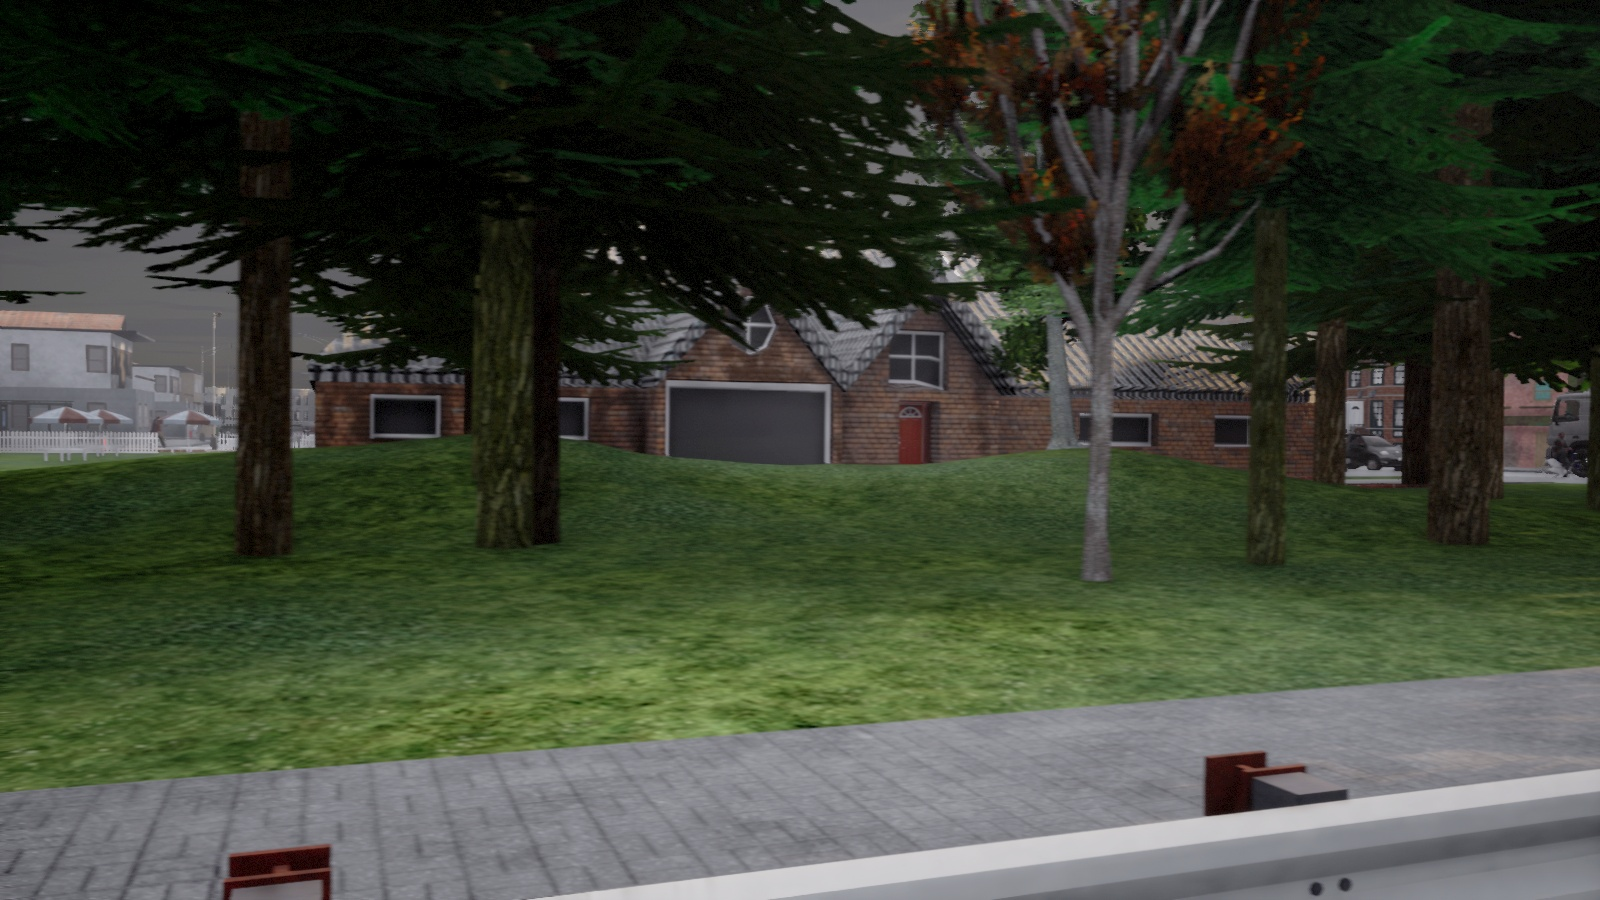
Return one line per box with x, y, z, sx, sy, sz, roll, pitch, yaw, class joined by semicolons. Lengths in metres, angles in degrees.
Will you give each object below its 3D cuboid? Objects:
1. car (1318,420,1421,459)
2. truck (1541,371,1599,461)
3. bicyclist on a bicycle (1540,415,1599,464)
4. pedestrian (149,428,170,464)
25.063;-0.476;55.388;1.851;1.617;3.988;-1;1;-20;car
32.425;-1.300;47.058;2.891;3.462;7.936;-1;1;-20;truck
28.424;-0.393;46.384;0.659;1.776;1.843;-1;1;-20;bicyclist on a bicycle
-33.636;-0.206;65.919;0.899;1.844;0.634;-1;1;-21;pedestrian
